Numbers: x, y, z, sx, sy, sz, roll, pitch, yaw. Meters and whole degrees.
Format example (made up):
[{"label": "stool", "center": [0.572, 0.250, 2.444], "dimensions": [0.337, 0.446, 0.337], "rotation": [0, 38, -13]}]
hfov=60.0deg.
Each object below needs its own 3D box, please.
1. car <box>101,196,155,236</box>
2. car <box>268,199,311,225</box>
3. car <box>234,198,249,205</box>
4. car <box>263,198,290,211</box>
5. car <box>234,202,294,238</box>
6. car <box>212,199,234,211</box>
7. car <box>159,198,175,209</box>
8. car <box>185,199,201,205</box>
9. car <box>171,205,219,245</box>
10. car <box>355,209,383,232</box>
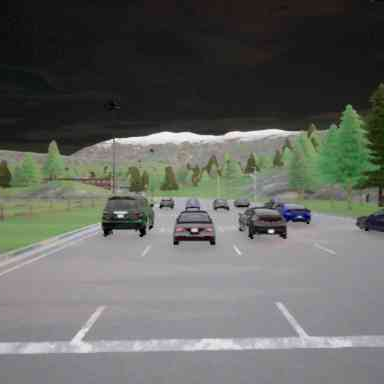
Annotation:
[{"label": "car", "center": [-3.400, 1.228, 18.513], "dimensions": [2.150, 2.045, 5.566], "rotation": [0, 0, 0]}, {"label": "car", "center": [7.098, 1.486, 24.393], "dimensions": [1.882, 1.535, 5.008], "rotation": [0, 0, 0]}, {"label": "car", "center": [7.095, 1.580, 47.463], "dimensions": [1.994, 1.385, 4.181], "rotation": [0, 0, 0]}, {"label": "car", "center": [10.595, 1.562, 42.012], "dimensions": [2.033, 1.411, 5.357], "rotation": [0, 0, 0]}, {"label": "car", "center": [3.598, 1.512, 17.519], "dimensions": [1.837, 1.490, 4.892], "rotation": [0, 0, 0]}, {"label": "car", "center": [3.595, 1.562, 41.889], "dimensions": [2.033, 1.411, 5.357], "rotation": [0, 0, 0]}, {"label": "car", "center": [-3.404, 1.508, 45.924], "dimensions": [2.128, 1.511, 4.902], "rotation": [0, 0, 0]}, {"label": "car", "center": [0.099, 1.561, 41.043], "dimensions": [2.033, 1.411, 5.357], "rotation": [0, 0, 0]}, {"label": "car", "center": [0.100, 1.553, 15.643], "dimensions": [2.033, 1.411, 5.357], "rotation": [0, 0, 0]}, {"label": "car", "center": [10.600, 1.553, 17.249], "dimensions": [2.033, 1.411, 5.357], "rotation": [0, 0, 0]}]
